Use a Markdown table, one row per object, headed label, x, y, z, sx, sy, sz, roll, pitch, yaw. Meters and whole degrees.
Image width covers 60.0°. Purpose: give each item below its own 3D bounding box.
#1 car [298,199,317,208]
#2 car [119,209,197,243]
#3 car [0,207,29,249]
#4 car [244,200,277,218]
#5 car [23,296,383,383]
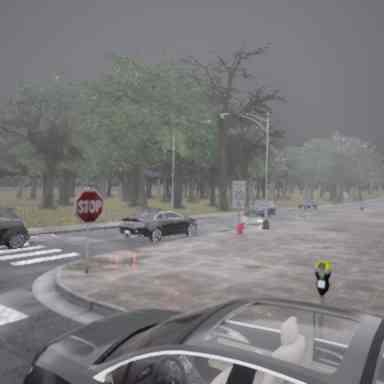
| label | x | y | z | sx | sy | sz | roll | pitch | yaw |
| --- | --- | --- | --- | --- | --- | --- | --- | --- | --- |
| car | 16.778 | 1.753 | 47.938 | 1.837 | 1.490 | 4.892 | 2 | 0 | 36 |
| car | -1.593 | 1.646 | 17.320 | 2.128 | 1.511 | 4.902 | 2 | 0 | 35 |
| car | -8.721 | 1.364 | 12.501 | 2.097 | 1.767 | 4.553 | 2 | 0 | 36 |
| car | 7.173 | 1.646 | 34.684 | 2.097 | 1.767 | 4.553 | 2 | 0 | 36 |
| car | 0.441 | 1.549 | 2.477 | 4.403 | 1.369 | 2.008 | 0 | 1 | 36 |
